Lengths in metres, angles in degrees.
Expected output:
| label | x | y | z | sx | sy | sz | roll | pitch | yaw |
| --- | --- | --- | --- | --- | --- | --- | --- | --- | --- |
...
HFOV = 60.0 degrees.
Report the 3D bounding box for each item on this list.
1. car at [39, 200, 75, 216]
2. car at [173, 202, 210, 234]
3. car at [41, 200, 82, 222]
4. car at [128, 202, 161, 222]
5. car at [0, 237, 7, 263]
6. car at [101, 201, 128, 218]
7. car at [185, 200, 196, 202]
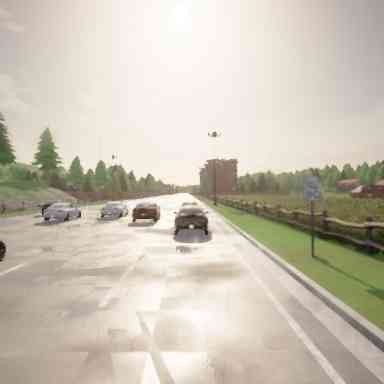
| label | x | y | z | sx | sy | sz | roll | pitch | yaw |
| --- | --- | --- | --- | --- | --- | --- | --- | --- | --- |
| car | -14.171 | 1.619 | 35.156 | 1.837 | 1.490 | 4.892 | 0 | 0 | 0 |
| car | -0.044 | 1.528 | 19.325 | 1.837 | 1.490 | 4.892 | 0 | 0 | 0 |
| car | -10.609 | 1.612 | 27.467 | 1.812 | 1.442 | 4.674 | 0 | 0 | 0 |
| car | -3.605 | 1.528 | 26.912 | 1.882 | 1.535 | 5.008 | 0 | 0 | 0 |
| car | -3.450 | 1.372 | 2.177 | 2.097 | 1.767 | 4.553 | 0 | 0 | 0 |
| car | -7.137 | 1.599 | 30.898 | 1.812 | 1.442 | 4.674 | 0 | 0 | 0 |
| car | -0.188 | 1.609 | 37.030 | 1.994 | 1.385 | 4.181 | 0 | 0 | 0 |
